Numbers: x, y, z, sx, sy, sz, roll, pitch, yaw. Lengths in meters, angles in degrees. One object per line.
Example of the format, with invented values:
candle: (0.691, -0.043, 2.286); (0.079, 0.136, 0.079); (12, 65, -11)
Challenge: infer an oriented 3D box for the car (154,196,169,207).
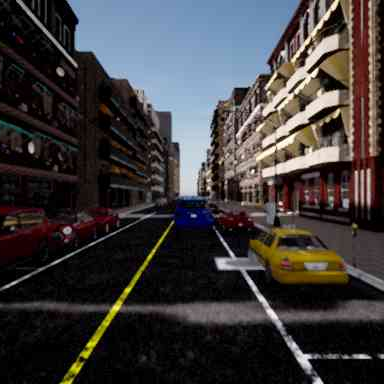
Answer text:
car: (-5.733, 1.964, 60.060); (2.008, 1.369, 4.403); (0, 0, 0)

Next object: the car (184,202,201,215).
car: (0.072, 1.869, 38.707); (1.895, 1.301, 4.718); (0, 0, 0)

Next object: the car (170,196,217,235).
car: (0.086, 1.361, 20.043); (2.150, 2.045, 5.566); (0, 0, 0)

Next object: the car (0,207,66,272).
car: (-5.694, 1.381, 9.338); (2.192, 1.841, 5.009); (0, 0, 0)

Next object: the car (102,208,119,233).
car: (-5.704, 1.688, 20.609); (1.887, 1.381, 4.507); (0, 0, 0)

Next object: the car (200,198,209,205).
car: (2.639, 2.055, 71.335); (1.947, 1.339, 4.313); (0, 0, 0)

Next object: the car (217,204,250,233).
car: (2.677, 1.689, 20.611); (1.887, 1.381, 4.507); (0, 0, 0)

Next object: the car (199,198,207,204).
car: (2.630, 2.148, 82.607); (1.802, 1.307, 4.206); (0, 0, 0)

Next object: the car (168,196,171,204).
car: (-5.738, 2.002, 65.697); (2.008, 1.369, 4.403); (0, 0, 0)

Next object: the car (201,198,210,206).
car: (2.643, 1.978, 65.869); (1.752, 1.417, 4.829); (0, 0, 0)

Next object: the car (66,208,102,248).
car: (-5.699, 1.545, 14.972); (1.967, 1.590, 4.097); (0, 0, 0)

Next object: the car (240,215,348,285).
car: (2.685, 1.593, 9.509); (1.752, 1.417, 4.829); (0, 0, 0)

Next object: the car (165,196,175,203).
car: (-5.754, 1.918, 88.244); (2.192, 1.841, 5.009); (0, 0, 0)
